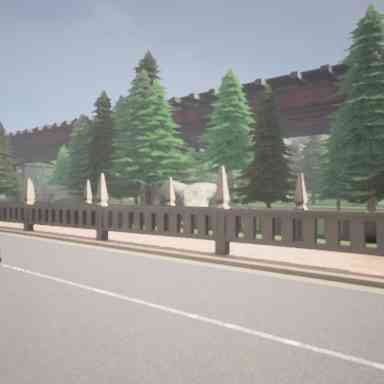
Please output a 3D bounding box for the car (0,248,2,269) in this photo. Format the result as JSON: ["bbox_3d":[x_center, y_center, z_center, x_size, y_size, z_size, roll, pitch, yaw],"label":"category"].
[{"bbox_3d":[-7.299,1.339,9.241,4.553,1.767,2.097,0,0,36],"label":"car"}]
